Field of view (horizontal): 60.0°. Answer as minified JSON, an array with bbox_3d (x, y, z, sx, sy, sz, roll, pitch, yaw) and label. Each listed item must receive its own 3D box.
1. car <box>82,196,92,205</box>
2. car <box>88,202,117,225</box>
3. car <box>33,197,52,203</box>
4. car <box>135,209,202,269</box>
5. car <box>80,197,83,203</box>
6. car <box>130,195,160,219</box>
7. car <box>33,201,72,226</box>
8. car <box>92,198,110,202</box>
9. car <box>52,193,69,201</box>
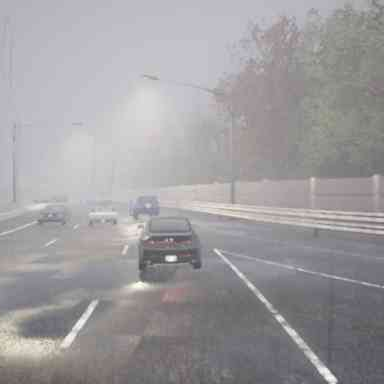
[{"bbox_3d":[-18.608,1.827,61.949,1.895,1.301,4.718,0,0,-28],"label":"car"},{"bbox_3d":[-6.561,1.688,24.720,1.895,1.301,4.718,0,0,-14],"label":"car"},{"bbox_3d":[-29.360,1.683,64.504,1.895,1.301,4.718,0,0,-40],"label":"car"},{"bbox_3d":[-0.801,1.537,11.307,1.837,1.490,4.892,0,0,-6],"label":"car"},{"bbox_3d":[-21.920,1.610,68.315,2.033,1.411,5.357,0,0,-25],"label":"car"},{"bbox_3d":[-4.337,1.314,30.081,2.150,2.045,5.566,0,0,-16],"label":"car"},{"bbox_3d":[-10.125,1.648,24.729,2.033,1.411,5.357,0,0,-14],"label":"car"},{"bbox_3d":[-14.712,1.719,54.744,1.812,1.442,4.674,0,0,-28],"label":"car"},{"bbox_3d":[-26.585,1.308,66.635,2.150,2.045,5.566,0,0,-40],"label":"car"}]
